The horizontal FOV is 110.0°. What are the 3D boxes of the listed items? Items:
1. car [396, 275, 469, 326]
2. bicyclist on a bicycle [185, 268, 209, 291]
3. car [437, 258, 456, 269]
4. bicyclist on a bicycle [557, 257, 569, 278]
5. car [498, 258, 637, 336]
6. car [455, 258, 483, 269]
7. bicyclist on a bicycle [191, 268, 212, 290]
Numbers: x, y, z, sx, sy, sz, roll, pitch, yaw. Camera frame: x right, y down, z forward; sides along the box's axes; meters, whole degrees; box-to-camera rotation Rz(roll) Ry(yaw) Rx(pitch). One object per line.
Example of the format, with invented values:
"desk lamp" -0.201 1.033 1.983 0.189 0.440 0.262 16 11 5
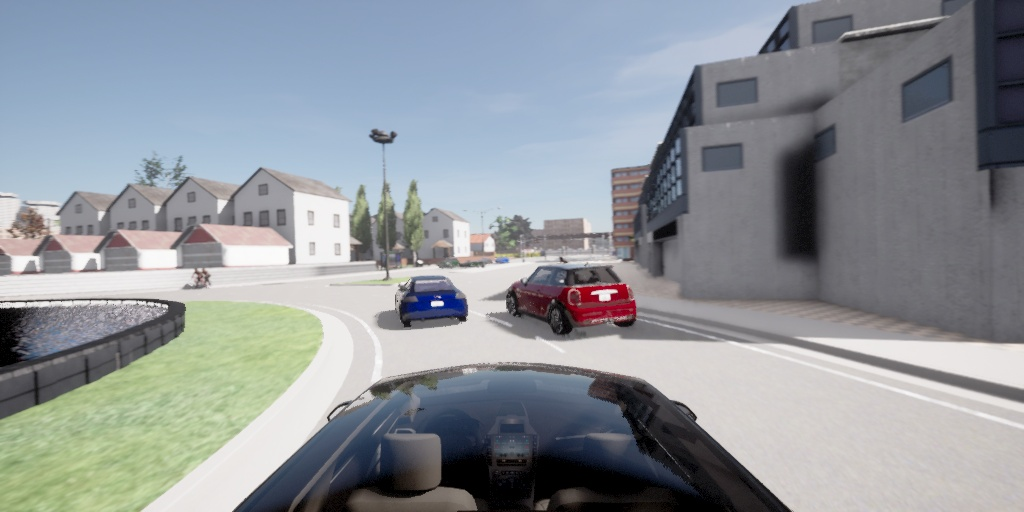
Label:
"car" -2.806 1.332 12.032 1.994 1.385 4.181 -2 0 -20
"bicyclist on a bicycle" -24.388 1.782 27.826 0.582 1.620 1.656 -2 1 -11
"car" -9.741 1.044 55.545 2.097 1.767 4.553 -2 0 16
"bicyclist on a bicycle" 2.752 0.854 18.753 1.656 1.620 0.582 -2 0 -7
"car" 1.438 0.999 10.418 2.097 1.767 4.553 -2 0 -21
"car" -6.373 1.195 54.584 1.895 1.301 4.718 -2 0 16
"bicyclist on a bicycle" -23.896 1.766 27.914 0.582 1.620 1.656 -2 1 -10
